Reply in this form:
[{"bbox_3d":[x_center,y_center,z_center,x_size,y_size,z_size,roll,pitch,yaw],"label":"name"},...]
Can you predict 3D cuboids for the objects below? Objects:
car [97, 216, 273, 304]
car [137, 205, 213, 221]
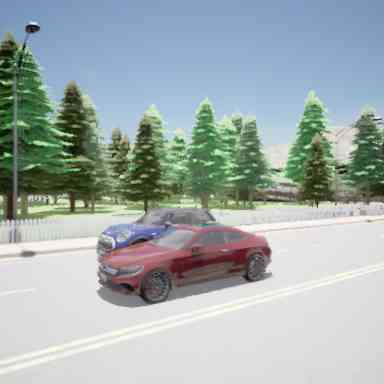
[{"bbox_3d":[0.044,1.533,8.298,4.674,1.442,1.812,0,0,-36],"label":"car"},{"bbox_3d":[-0.994,1.362,11.858,4.553,1.767,2.097,0,0,-35],"label":"car"}]
